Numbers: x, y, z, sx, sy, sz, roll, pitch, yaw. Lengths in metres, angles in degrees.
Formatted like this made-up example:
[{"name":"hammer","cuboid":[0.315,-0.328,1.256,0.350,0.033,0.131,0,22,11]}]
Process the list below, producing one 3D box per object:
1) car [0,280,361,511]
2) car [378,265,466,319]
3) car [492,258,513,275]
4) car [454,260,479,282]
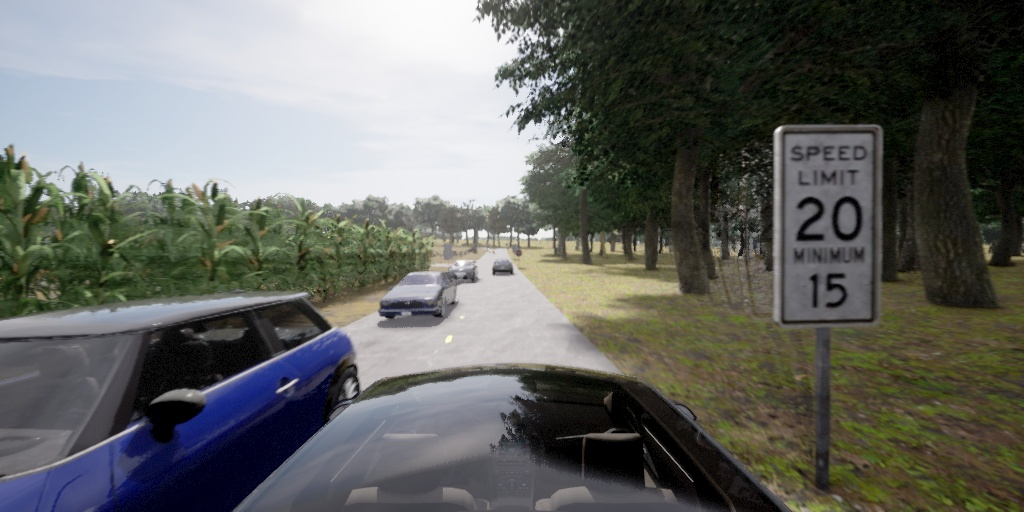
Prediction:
[{"name":"car","cuboid":[-2.811,1.145,2.363,2.097,1.767,4.553,-1,0,-1]},{"name":"car","cuboid":[-3.130,1.275,13.109,2.033,1.411,5.357,-1,1,-1]},{"name":"car","cuboid":[-0.877,1.001,34.377,1.994,1.385,4.181,-1,1,-1]},{"name":"car","cuboid":[-3.524,1.064,26.592,2.128,1.511,4.902,-1,1,-2]}]
